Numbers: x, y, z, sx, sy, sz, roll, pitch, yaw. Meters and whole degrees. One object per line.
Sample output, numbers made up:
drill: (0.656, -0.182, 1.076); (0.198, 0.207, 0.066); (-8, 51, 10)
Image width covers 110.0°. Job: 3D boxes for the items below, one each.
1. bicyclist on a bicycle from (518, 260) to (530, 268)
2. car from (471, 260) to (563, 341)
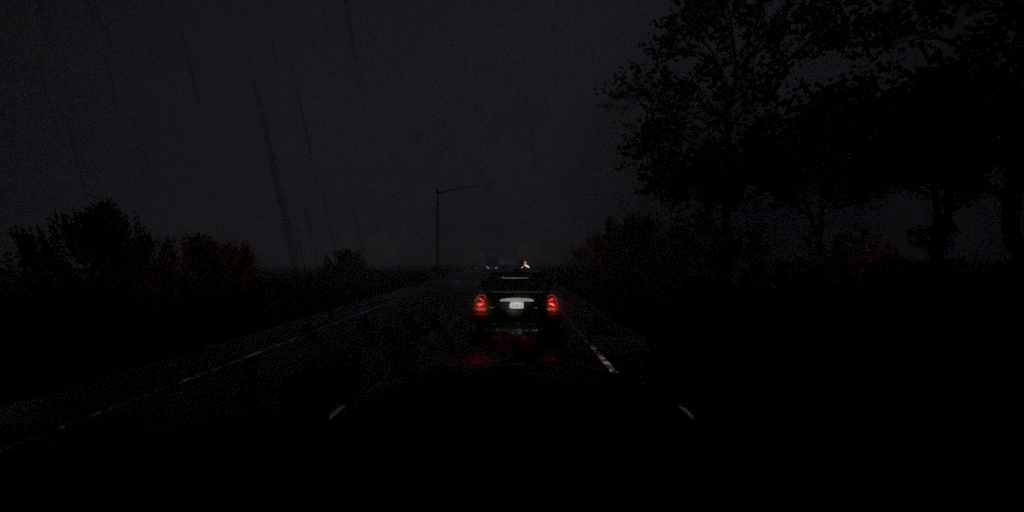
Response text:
bicyclist on a bicycle: (0.960, 1.177, 25.791); (0.866, 1.612, 1.509); (0, 0, 1)
car: (0.108, 1.099, 9.968); (2.097, 1.767, 4.553); (0, 0, 0)
